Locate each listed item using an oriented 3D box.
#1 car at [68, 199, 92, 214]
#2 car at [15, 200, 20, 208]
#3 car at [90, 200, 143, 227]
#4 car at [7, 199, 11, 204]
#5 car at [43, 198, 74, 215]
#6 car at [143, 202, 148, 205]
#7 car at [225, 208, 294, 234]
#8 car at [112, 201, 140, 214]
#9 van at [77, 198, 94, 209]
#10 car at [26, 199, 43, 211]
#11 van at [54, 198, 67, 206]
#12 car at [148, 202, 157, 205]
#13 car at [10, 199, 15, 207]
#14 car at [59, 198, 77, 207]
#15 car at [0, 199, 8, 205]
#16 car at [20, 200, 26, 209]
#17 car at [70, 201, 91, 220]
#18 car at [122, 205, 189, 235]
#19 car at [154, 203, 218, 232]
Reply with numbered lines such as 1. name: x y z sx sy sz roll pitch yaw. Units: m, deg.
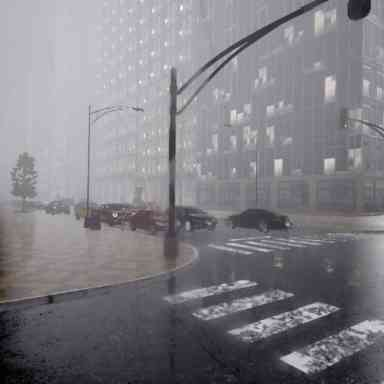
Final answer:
1. car: -11.997 1.818 37.830 2.128 1.511 4.902 1 -1 -35
2. car: -28.339 2.063 56.616 1.887 1.381 4.507 1 -1 -35
3. car: -5.519 1.575 24.029 1.967 1.590 4.097 1 -1 -35
4. car: -34.859 2.210 65.926 1.802 1.307 4.206 1 -1 -35
5. car: -15.299 1.740 37.995 1.967 1.590 4.097 1 -1 -35
6. car: -6.078 1.731 29.356 1.837 1.490 4.892 1 -1 -35
7. car: 4.046 1.684 20.465 1.812 1.442 4.674 1 -1 -35
8. car: -8.532 1.975 42.938 1.752 1.417 4.829 1 -1 -35
9. van: -18.214 1.954 56.768 1.690 1.788 3.998 1 -1 -35
10. car: -21.819 1.960 47.304 2.008 1.369 4.403 1 -1 -35
11. van: -27.994 2.118 70.734 1.690 1.788 3.998 1 -1 -35
12. car: -5.175 1.834 38.145 1.967 1.590 4.097 1 -1 -35
13. car: -31.600 2.124 61.270 2.008 1.369 4.403 1 -1 -35
14. car: -24.734 2.037 66.079 2.192 1.841 5.009 1 -1 -35
15. car: -41.379 2.289 75.237 2.008 1.369 4.403 1 -1 -35
16. car: -25.079 2.030 51.960 1.947 1.339 4.313 1 -1 -35
17. car: -8.682 1.714 28.544 1.752 1.417 4.829 1 -1 -35
18. car: -2.260 1.663 19.371 1.802 1.307 4.206 1 -1 -35
19. car: -0.313 1.635 21.119 1.837 1.490 4.892 1 -1 -33
